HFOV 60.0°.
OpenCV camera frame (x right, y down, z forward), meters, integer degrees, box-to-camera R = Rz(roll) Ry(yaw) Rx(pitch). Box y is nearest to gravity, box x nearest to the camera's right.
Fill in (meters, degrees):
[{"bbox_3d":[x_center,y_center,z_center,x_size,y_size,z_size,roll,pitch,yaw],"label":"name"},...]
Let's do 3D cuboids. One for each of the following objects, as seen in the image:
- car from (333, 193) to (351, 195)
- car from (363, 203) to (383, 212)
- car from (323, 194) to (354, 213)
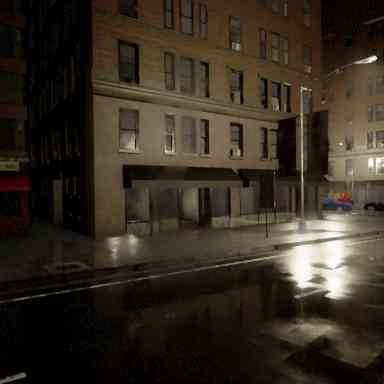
[{"bbox_3d":[17.158,1.083,40.814,2.192,1.841,5.009,0,1,-44],"label":"car"},{"bbox_3d":[20.124,1.462,33.744,1.895,1.301,4.718,-1,1,-45],"label":"car"},{"bbox_3d":[14.445,1.344,35.293,1.882,1.535,5.008,-1,1,-44],"label":"car"}]
